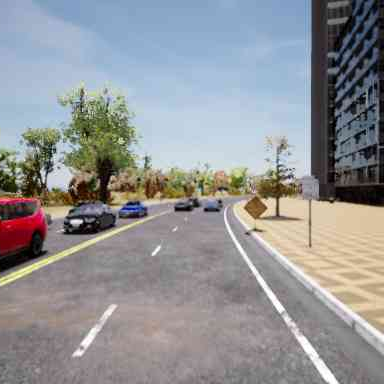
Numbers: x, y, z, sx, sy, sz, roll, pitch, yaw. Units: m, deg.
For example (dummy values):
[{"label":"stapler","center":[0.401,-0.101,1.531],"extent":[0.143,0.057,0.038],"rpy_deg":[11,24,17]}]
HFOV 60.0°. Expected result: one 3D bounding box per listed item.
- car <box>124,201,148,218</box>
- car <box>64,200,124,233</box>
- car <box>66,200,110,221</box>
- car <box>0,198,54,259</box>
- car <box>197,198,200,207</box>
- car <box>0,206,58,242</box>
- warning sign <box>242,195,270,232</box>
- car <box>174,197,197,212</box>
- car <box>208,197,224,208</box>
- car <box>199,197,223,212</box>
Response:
[{"label":"car","center":[-5.187,1.518,30.125],"extent":[1.812,1.442,4.674],"rpy_deg":[0,0,5]},{"label":"car","center":[-5.946,1.484,19.873],"extent":[2.128,1.511,4.902],"rpy_deg":[0,0,3]},{"label":"car","center":[-8.625,1.494,28.030],"extent":[1.837,1.490,4.892],"rpy_deg":[0,0,5]},{"label":"car","center":[-6.385,1.215,9.904],"extent":[2.150,2.045,5.566],"rpy_deg":[0,0,2]},{"label":"car","center":[0.361,1.524,50.000],"extent":[1.812,1.442,4.674],"rpy_deg":[0,0,9]},{"label":"car","center":[-9.330,1.537,17.639],"extent":[2.033,1.411,5.357],"rpy_deg":[0,0,3]},{"label":"warning sign","center":[3.342,1.116,17.554],"extent":[1.300,1.860,1.060],"rpy_deg":[0,0,3]},{"label":"car","center":[-0.933,1.561,39.831],"extent":[1.994,1.385,4.181],"rpy_deg":[0,0,7]},{"label":"car","center":[3.667,1.495,50.156],"extent":[2.128,1.511,4.902],"rpy_deg":[0,0,9]},{"label":"car","center":[2.397,1.548,39.405],"extent":[2.033,1.411,5.357],"rpy_deg":[0,0,7]}]
